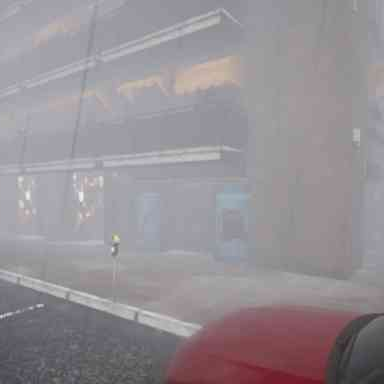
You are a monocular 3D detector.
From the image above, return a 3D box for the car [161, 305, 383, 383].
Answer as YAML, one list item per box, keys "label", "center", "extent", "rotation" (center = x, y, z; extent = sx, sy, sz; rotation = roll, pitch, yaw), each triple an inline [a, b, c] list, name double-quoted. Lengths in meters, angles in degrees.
- label: "car"
  center: [2.032, 1.316, 1.424]
  extent: [5.009, 1.841, 2.192]
  rotation: [0, 0, 36]
